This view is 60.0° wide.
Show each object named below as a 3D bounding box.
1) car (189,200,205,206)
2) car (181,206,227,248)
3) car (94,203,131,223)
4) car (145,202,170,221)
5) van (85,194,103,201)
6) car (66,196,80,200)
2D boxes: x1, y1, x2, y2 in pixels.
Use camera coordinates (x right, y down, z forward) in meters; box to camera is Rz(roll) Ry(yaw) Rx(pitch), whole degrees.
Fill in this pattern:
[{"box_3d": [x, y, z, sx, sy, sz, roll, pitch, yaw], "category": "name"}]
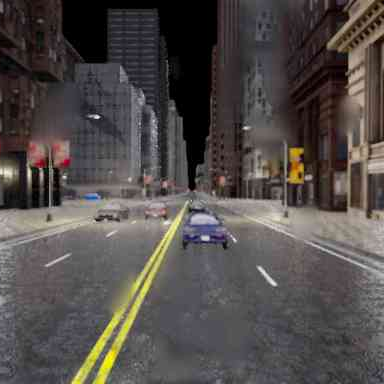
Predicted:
[{"box_3d": [0.548, 1.678, 39.411, 1.994, 1.385, 4.181, 0, 0, 0], "category": "car"}, {"box_3d": [0.510, 1.572, 14.823, 1.812, 1.442, 4.674, 0, 0, 0], "category": "car"}, {"box_3d": [-6.168, 1.617, 26.427, 2.033, 1.411, 5.357, 0, 0, 0], "category": "car"}, {"box_3d": [-2.911, 1.607, 28.660, 1.812, 1.442, 4.674, 0, 0, 0], "category": "car"}, {"box_3d": [-26.767, 1.478, 89.588, 3.998, 1.788, 1.690, 0, 0, 0], "category": "van"}, {"box_3d": [-32.417, 1.681, 89.603, 4.206, 1.307, 1.802, 0, 0, 0], "category": "car"}]
